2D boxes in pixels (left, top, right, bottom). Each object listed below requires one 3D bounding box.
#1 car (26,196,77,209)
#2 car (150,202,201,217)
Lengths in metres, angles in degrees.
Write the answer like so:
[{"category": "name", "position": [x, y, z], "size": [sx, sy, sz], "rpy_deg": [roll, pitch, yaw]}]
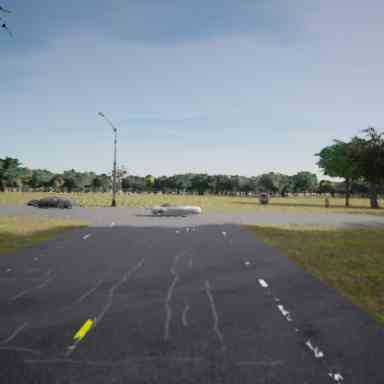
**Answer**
[{"category": "car", "position": [-16.182, 1.176, 38.479], "size": [5.357, 1.411, 2.033], "rpy_deg": [2, 1, 0]}, {"category": "car", "position": [-1.497, 1.646, 31.437], "size": [4.718, 1.301, 1.895], "rpy_deg": [1, 0, 0]}]
